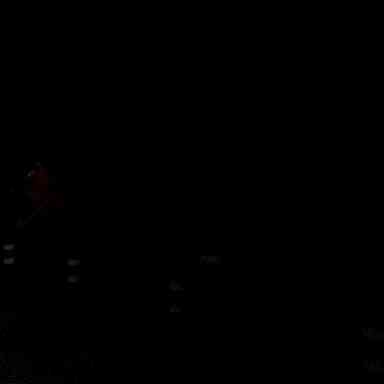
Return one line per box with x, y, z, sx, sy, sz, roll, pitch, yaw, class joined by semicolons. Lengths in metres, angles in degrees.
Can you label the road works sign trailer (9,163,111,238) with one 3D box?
-4.894;0.686;12.148;3.560;2.880;2.380;3;-41;36;road works sign trailer
